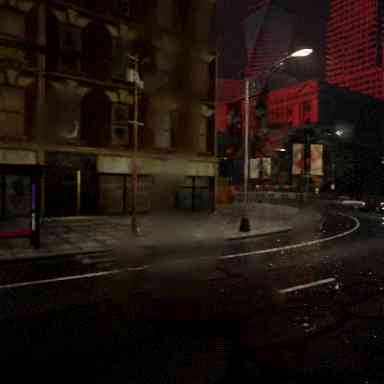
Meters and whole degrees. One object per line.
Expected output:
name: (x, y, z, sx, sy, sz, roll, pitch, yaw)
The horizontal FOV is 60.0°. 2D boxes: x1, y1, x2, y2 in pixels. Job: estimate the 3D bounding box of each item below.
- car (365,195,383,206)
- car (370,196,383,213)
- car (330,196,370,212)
car: (28.217, 1.281, 49.218, 2.002, 1.452, 4.674, 1, 1, -14)
car: (19.551, 1.211, 34.399, 2.097, 1.767, 4.553, 1, 1, 3)
car: (16.052, 1.189, 34.504, 1.895, 1.301, 4.718, 1, 1, 3)
